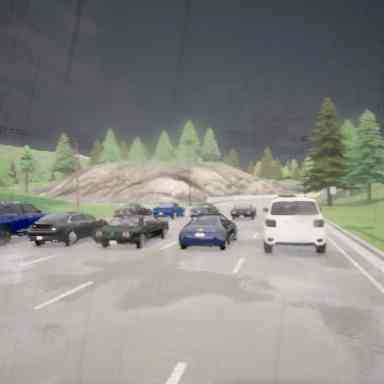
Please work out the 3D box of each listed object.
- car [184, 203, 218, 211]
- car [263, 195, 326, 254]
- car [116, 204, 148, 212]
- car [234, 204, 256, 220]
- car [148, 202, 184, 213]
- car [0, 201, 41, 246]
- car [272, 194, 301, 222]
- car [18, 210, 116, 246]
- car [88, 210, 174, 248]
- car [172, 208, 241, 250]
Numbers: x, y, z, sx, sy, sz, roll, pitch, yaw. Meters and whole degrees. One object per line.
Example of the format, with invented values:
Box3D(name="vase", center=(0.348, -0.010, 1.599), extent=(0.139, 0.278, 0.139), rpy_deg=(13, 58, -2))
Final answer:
Box3D(name="car", center=(1.186, 1.708, 29.980), extent=(2.033, 1.411, 5.357), rpy_deg=(-1, 0, 15))
Box3D(name="car", center=(4.124, 1.224, 13.723), extent=(2.150, 2.045, 5.566), rpy_deg=(-1, 0, 15))
Box3D(name="car", center=(-5.586, 1.844, 31.768), extent=(2.033, 1.411, 5.357), rpy_deg=(-1, 0, 15))
Box3D(name="car", center=(4.601, 1.693, 29.199), extent=(1.895, 1.301, 4.718), rpy_deg=(-1, 0, 15))
Box3D(name="car", center=(-2.068, 1.707, 31.342), extent=(1.882, 1.535, 5.008), rpy_deg=(-1, 0, 15))
Box3D(name="car", center=(-9.408, 1.496, 17.304), extent=(2.150, 2.045, 5.566), rpy_deg=(-1, 0, 15))
Box3D(name="car", center=(7.956, 1.241, 28.231), extent=(2.150, 2.045, 5.566), rpy_deg=(-1, 0, 15))
Box3D(name="car", center=(-5.946, 1.719, 16.670), extent=(1.837, 1.490, 4.892), rpy_deg=(-1, 0, 15))
Box3D(name="car", center=(-2.613, 1.744, 15.590), extent=(1.895, 1.301, 4.718), rpy_deg=(-1, 0, 15))
Box3D(name="car", center=(0.824, 1.640, 14.892), extent=(1.994, 1.385, 4.181), rpy_deg=(-1, 0, 15))
